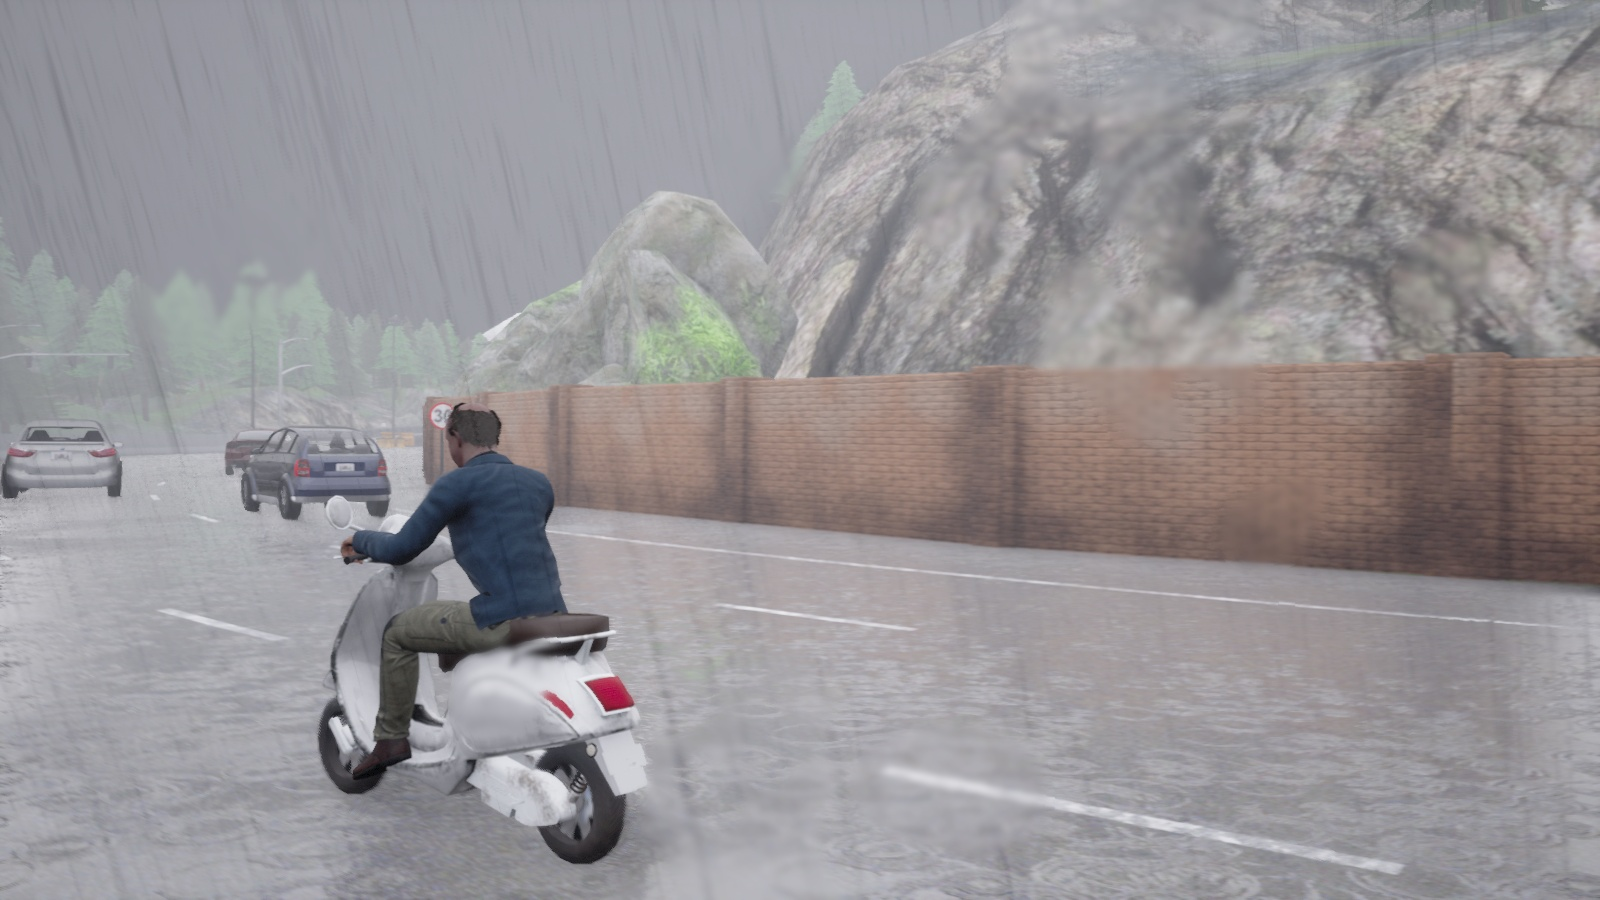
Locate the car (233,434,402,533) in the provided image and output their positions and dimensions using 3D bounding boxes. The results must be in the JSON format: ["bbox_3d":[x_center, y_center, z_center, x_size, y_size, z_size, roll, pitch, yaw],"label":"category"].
[{"bbox_3d":[-8.515,0.518,22.001,1.789,1.549,3.705,-1,1,-37],"label":"car"}]

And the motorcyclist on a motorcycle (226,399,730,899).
[{"bbox_3d":[-1.237,0.640,4.666,1.817,1.590,0.866,0,0,37],"label":"motorcyclist on a motorcycle"}]

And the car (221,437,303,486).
[{"bbox_3d":[-18.092,0.352,42.432,1.882,1.535,5.008,-1,1,-15],"label":"car"}]

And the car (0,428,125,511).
[{"bbox_3d":[-16.341,0.375,27.989,2.242,1.667,4.611,-1,1,-28],"label":"car"}]
